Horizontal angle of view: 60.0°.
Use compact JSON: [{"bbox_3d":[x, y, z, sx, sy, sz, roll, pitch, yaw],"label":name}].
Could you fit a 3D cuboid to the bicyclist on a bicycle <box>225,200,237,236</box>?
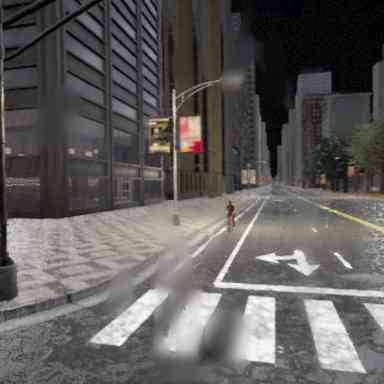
[{"bbox_3d":[1.796,1.181,15.418,0.582,1.620,1.656,-1,1,14],"label":"bicyclist on a bicycle"}]
